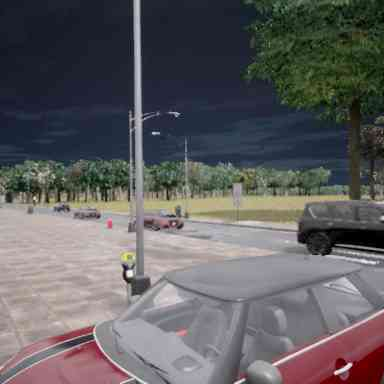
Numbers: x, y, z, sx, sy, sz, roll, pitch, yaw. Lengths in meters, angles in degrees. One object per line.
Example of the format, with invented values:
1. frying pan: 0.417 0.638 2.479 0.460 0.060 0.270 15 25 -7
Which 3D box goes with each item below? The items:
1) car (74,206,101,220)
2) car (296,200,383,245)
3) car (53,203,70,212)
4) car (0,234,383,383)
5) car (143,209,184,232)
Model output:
1. car: -11.411 2.248 36.194 1.994 1.385 4.181 -1 -1 -35
2. car: 6.270 1.312 11.410 2.150 2.045 5.566 -1 -1 -36
3. car: -22.046 2.595 56.132 1.837 1.490 4.892 -1 -1 -36
4. car: 0.225 1.437 2.986 4.097 1.590 1.967 0 -1 -36
5. car: -2.341 1.939 23.470 1.994 1.385 4.181 -1 -1 -35
